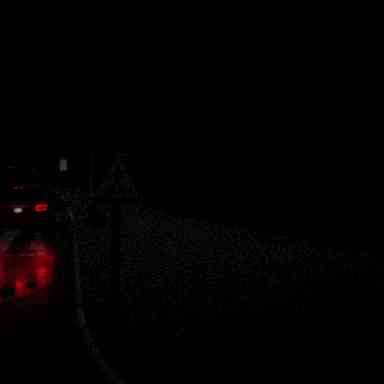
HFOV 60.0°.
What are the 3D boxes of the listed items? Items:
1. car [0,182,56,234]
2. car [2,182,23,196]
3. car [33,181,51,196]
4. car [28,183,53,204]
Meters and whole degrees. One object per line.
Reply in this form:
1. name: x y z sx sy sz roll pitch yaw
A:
1. car: -7.499 0.662 15.078 2.150 2.045 5.566 1 2 -20
2. car: -20.704 -0.372 38.444 1.895 1.301 4.718 1 2 -26
3. car: -18.624 -0.504 41.068 1.882 1.535 5.008 1 3 -25
4. car: -13.655 0.092 30.224 1.882 1.535 5.008 1 3 -23
